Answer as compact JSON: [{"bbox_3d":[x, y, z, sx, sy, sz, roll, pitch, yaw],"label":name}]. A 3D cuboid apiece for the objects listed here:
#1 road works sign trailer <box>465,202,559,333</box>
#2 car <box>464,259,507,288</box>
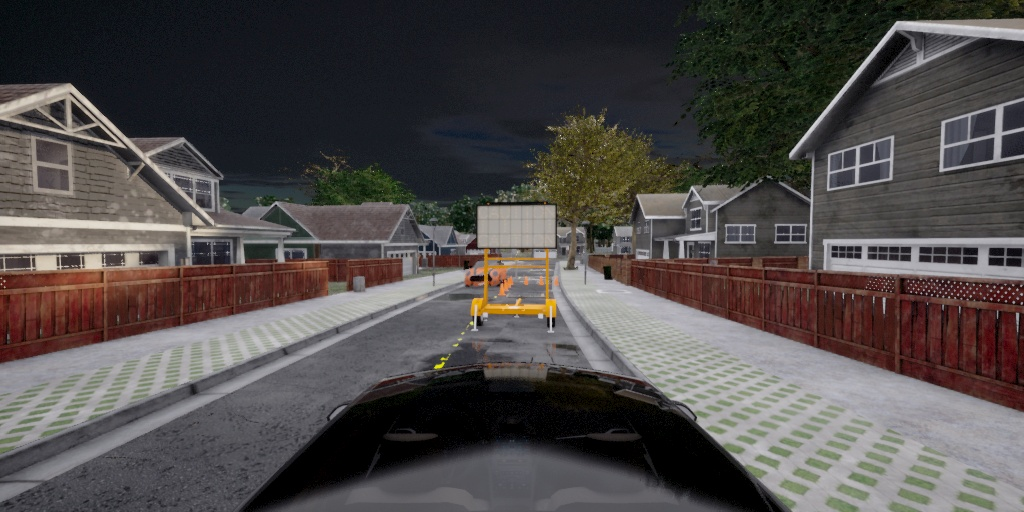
[{"bbox_3d":[0.144,0.191,10.777,2.380,3.560,2.880,0,0,5],"label":"road works sign trailer"},{"bbox_3d":[-1.540,0.996,22.499,2.097,1.767,4.553,0,1,6],"label":"car"}]
